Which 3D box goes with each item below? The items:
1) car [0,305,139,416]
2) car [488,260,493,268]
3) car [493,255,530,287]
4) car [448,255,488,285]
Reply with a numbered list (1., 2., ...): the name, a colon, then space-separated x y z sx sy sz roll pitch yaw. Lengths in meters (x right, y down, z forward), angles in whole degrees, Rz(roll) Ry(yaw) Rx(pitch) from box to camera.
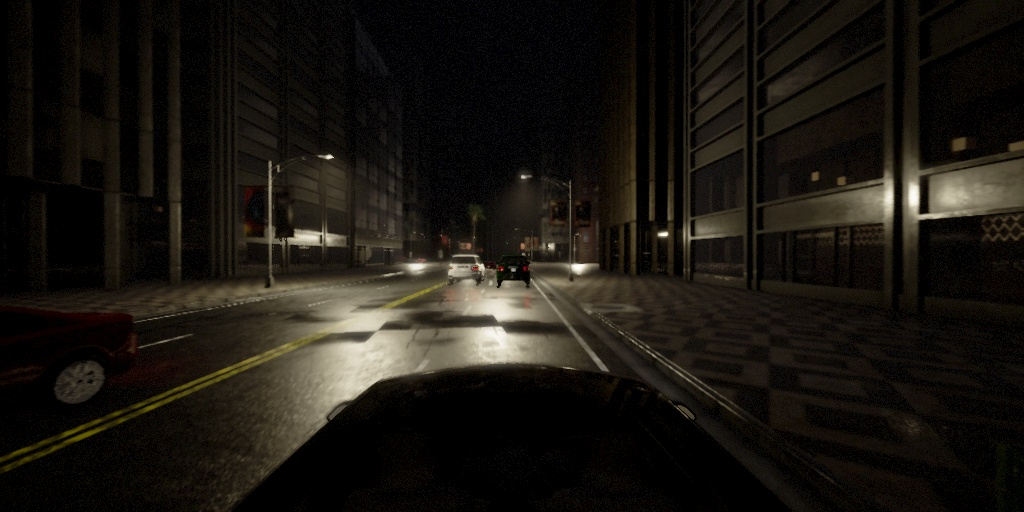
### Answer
1. car: -6.601 1.228 3.277 1.882 1.535 5.008 0 0 0
2. car: -3.177 1.264 51.283 1.812 1.442 4.674 0 0 0
3. car: 0.089 0.958 24.604 2.150 2.045 5.566 0 0 0
4. car: -3.163 0.958 25.782 2.150 2.045 5.566 0 0 0
